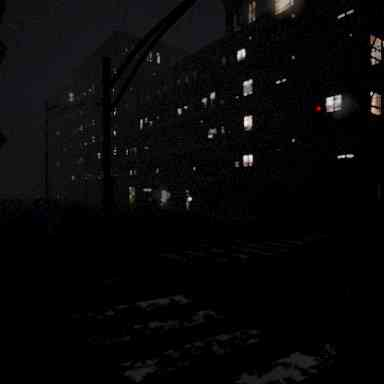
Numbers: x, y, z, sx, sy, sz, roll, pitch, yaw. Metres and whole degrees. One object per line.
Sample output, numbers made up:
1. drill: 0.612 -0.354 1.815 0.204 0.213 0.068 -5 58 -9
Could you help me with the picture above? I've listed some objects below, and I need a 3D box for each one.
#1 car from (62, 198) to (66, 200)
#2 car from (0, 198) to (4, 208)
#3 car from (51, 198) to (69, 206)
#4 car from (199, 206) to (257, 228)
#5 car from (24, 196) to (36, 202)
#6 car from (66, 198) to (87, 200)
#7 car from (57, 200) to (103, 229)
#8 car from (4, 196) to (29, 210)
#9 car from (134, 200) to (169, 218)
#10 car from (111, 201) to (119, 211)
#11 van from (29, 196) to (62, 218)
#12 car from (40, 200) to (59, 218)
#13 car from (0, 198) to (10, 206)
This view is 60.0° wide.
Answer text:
1. car: -20.261 1.714 54.606 1.947 1.339 4.313 0 0 -36
2. car: -27.042 1.746 49.682 1.947 1.339 4.313 0 0 -36
3. car: -23.513 1.706 59.085 2.008 1.369 4.403 0 0 -36
4. car: 2.404 1.639 23.399 1.752 1.417 4.829 0 0 -36
5. car: -39.775 1.738 81.474 1.887 1.381 4.507 -1 0 -36
6. car: -17.010 1.582 50.128 1.967 1.590 4.097 0 0 -36
7. car: -7.530 1.590 22.816 1.967 1.590 4.097 0 0 -36
8. car: -23.791 1.614 45.204 1.967 1.590 4.097 0 0 -36
9. car: -4.000 1.562 32.217 1.967 1.590 4.097 0 0 -36
10. car: -10.504 1.682 41.173 2.008 1.369 4.403 0 0 -36
11. van: -14.034 1.500 31.770 1.690 1.788 3.998 0 0 -36
12. car: -10.681 1.679 27.156 1.752 1.417 4.829 0 0 -36
13. car: -33.547 1.738 58.639 1.887 1.381 4.507 0 0 -36
